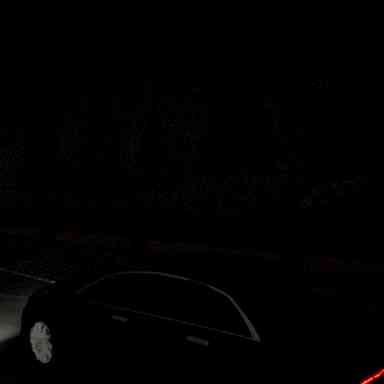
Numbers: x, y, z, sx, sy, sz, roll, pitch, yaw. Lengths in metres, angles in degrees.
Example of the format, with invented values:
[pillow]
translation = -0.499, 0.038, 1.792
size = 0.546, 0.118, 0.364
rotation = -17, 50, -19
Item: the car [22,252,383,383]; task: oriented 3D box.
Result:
[car]
translation = -0.207, 1.530, 4.133
size = 4.892, 1.490, 1.837
rotation = -1, 0, 36
